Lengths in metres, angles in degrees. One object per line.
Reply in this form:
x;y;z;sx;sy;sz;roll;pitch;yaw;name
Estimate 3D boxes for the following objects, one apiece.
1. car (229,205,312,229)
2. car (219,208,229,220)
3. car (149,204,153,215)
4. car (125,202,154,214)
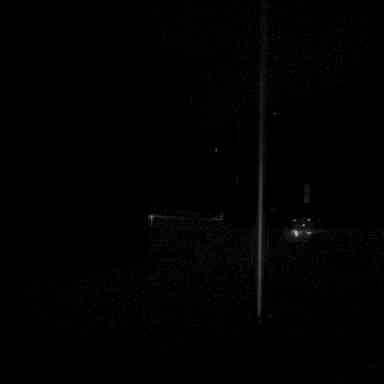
5.176;1.640;22.158;2.033;1.411;5.357;1;-1;-35;car
4.173;1.784;28.693;1.994;1.385;4.181;1;-1;-35;car
-6.250;1.883;38.371;2.128;1.511;4.902;1;-2;-35;car
-7.098;2.036;44.650;1.837;1.490;4.892;1;-2;-35;car
